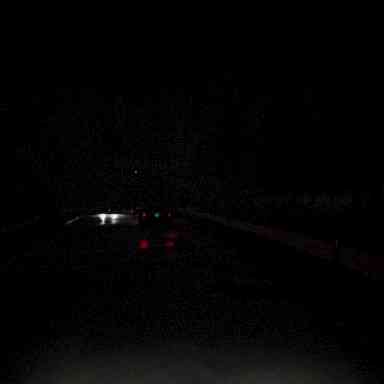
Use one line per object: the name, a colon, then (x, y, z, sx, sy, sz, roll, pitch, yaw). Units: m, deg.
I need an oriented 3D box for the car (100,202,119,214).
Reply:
car: (-9.443, 1.827, 38.391, 1.994, 1.385, 4.181, 0, 0, -12)

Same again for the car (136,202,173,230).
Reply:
car: (-2.559, 1.500, 22.720, 2.097, 1.767, 4.553, 0, 0, -11)

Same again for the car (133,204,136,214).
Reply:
car: (-5.779, 1.803, 38.531, 2.033, 1.411, 5.357, 0, 0, -12)
